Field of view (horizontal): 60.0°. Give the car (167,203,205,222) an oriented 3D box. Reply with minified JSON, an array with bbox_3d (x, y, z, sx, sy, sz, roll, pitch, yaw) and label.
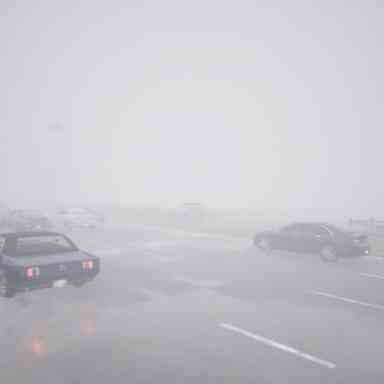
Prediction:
[{"bbox_3d":[-0.481,1.962,32.471,3.866,1.878,1.905,3,-2,-44],"label":"car"}]

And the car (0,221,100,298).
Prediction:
[{"bbox_3d":[-4.408,1.685,8.833,1.895,1.301,4.718,3,-2,-44],"label":"car"}]

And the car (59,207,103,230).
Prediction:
[{"bbox_3d":[-8.267,1.815,22.805,1.812,1.442,4.674,3,-2,-44],"label":"car"}]

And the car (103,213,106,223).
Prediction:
[{"bbox_3d":[-9.231,1.963,28.798,1.994,1.385,4.181,3,-2,-44],"label":"car"}]

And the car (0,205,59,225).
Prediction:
[{"bbox_3d":[-9.775,1.689,19.334,1.812,1.442,4.674,3,-2,-44],"label":"car"}]

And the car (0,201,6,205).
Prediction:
[{"bbox_3d":[-21.266,1.730,36.121,1.812,1.442,4.674,3,-2,-45],"label":"car"}]

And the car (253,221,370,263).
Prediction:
[{"bbox_3d":[4.913,1.998,14.308,1.837,1.490,4.892,3,-2,-44],"label":"car"}]
